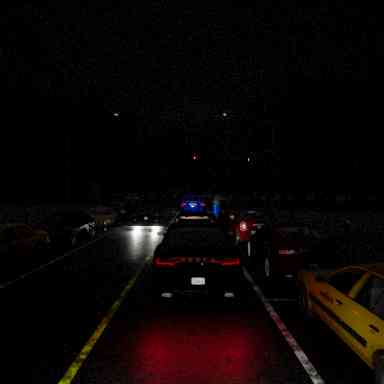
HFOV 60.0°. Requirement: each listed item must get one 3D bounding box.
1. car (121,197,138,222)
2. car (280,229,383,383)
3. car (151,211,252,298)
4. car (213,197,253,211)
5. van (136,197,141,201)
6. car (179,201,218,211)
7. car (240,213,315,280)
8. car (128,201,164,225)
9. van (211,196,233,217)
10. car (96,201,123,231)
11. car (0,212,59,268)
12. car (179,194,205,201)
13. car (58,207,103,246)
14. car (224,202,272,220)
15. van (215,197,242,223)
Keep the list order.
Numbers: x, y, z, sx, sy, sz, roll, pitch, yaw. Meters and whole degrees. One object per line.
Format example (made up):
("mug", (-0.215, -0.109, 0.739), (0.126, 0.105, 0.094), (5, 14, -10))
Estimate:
("car", (-5.770, 1.444, 26.090), (1.967, 1.590, 4.097), (0, 0, 0))
("car", (2.759, 1.525, 4.512), (1.752, 1.417, 4.829), (0, 0, 0))
("car", (0.093, 1.478, 8.558), (1.882, 1.535, 5.008), (0, 0, 0))
("car", (2.756, 1.317, 20.655), (2.192, 1.841, 5.009), (0, 0, 0))
("van", (-5.771, 1.346, 31.528), (1.690, 1.788, 3.998), (0, 0, 0))
("car", (0.093, 1.493, 19.001), (2.128, 1.511, 4.902), (0, 0, 0))
("car", (2.758, 1.545, 9.779), (1.887, 1.381, 4.507), (0, 0, 0))
("car", (-3.055, 1.568, 23.999), (1.994, 1.385, 4.181), (0, 0, 0))
("van", (2.754, 1.346, 31.530), (1.690, 1.788, 3.998), (0, 0, 0))
("car", (-5.769, 1.528, 20.483), (1.752, 1.417, 4.829), (0, 0, 0))
("car", (-5.767, 1.526, 9.608), (1.752, 1.417, 4.829), (0, 0, 0))
("car", (0.018, 1.226, 29.369), (2.150, 2.045, 5.566), (0, 0, -2))
("car", (-5.768, 1.567, 15.215), (1.947, 1.339, 4.313), (0, 0, 0))
("car", (2.757, 1.441, 15.217), (1.967, 1.590, 4.097), (0, 0, 0))
("van", (2.755, 1.345, 26.092), (1.690, 1.788, 3.998), (0, 0, 0))
